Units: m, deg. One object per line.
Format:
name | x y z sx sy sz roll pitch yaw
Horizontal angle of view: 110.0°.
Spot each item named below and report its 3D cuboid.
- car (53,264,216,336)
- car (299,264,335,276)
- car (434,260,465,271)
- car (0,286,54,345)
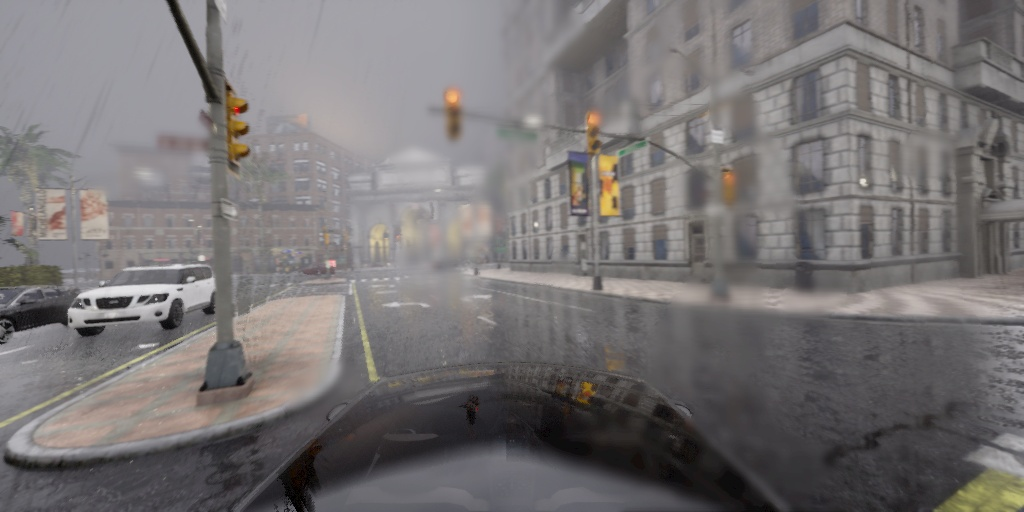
car | -12.272 1.320 12.555 2.150 2.045 5.566 -2 0 -23
car | -25.527 1.836 46.833 5.008 1.535 1.882 -2 0 21
car | -8.781 1.289 50.752 1.837 1.490 4.892 -5 -2 38
car | -15.319 1.701 10.791 2.128 1.511 4.902 -2 0 -24
